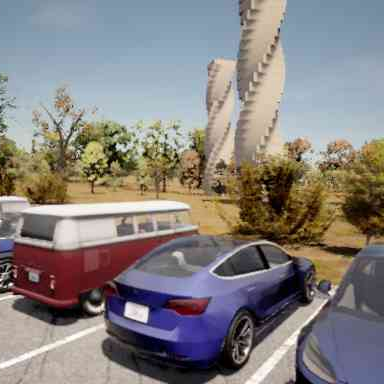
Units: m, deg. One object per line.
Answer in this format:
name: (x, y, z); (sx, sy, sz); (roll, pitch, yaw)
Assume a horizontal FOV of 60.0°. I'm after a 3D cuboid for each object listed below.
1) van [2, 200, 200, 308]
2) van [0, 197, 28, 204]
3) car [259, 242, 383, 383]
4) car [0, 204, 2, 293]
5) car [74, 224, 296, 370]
van: (-1.506, 1.226, 7.590); (1.878, 1.987, 4.442); (0, 0, 35)
van: (-8.375, 1.155, 12.200); (1.878, 1.987, 4.442); (1, 1, 35)
car: (2.890, 1.510, 4.276); (2.163, 1.488, 4.792); (0, 0, 36)
car: (-3.941, 1.307, 9.144); (2.185, 1.767, 4.553); (1, 0, 35)
car: (0.683, 1.496, 5.922); (2.163, 1.488, 4.792); (0, 0, 35)
